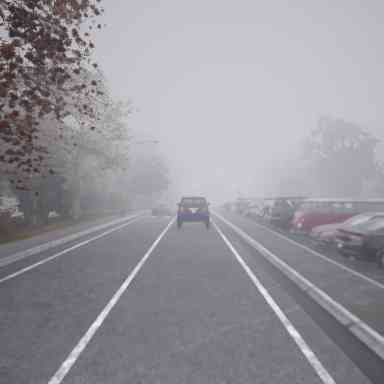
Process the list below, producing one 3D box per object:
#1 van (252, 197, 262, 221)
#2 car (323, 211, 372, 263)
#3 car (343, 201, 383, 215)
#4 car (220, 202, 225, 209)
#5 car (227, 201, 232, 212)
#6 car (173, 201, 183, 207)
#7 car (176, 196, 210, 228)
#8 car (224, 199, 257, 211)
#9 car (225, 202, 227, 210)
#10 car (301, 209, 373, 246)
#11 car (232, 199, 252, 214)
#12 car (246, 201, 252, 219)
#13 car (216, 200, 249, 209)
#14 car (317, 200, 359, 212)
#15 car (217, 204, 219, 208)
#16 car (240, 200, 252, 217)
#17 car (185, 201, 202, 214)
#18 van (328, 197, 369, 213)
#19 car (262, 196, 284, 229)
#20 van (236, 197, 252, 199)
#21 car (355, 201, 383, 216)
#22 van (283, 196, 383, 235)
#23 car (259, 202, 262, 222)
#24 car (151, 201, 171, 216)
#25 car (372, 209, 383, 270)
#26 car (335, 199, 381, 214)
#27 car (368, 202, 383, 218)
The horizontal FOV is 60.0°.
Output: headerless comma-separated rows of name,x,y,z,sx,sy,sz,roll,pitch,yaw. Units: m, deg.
van,6.958,1.352,24.160,4.442,1.987,1.878,0,-1,0
car,7.044,1.503,10.296,5.008,1.535,2.097,0,0,0
car,20.173,1.799,37.945,5.008,1.535,2.097,0,-1,0
car,7.085,1.684,46.367,5.566,2.045,2.435,0,-1,0
car,7.106,1.886,40.811,4.674,1.452,2.002,0,-1,0
car,-3.177,2.773,78.093,2.033,1.411,5.357,0,-2,0
car,0.105,1.339,23.391,2.150,2.045,5.566,0,-1,0
car,7.150,1.857,49.136,4.553,1.767,2.185,0,-1,0
car,7.138,1.920,43.586,4.792,1.488,2.163,0,-1,0
car,7.057,1.543,13.072,4.674,1.452,2.002,0,0,0
car,7.099,1.756,35.259,5.008,1.535,2.097,0,-1,0
car,7.082,1.662,26.931,4.674,1.452,2.002,0,-1,0
car,6.947,2.161,57.450,5.366,1.575,1.946,0,-1,0
car,20.186,1.932,46.130,4.892,1.521,2.231,0,-1,0
car,7.134,2.096,54.682,4.892,1.521,2.231,0,-1,0
car,7.054,1.696,29.709,4.792,1.488,2.163,0,-1,0
car,0.130,1.936,42.591,2.033,1.411,5.357,0,-1,0
van,20.305,1.661,43.363,4.442,1.987,1.878,0,-1,0
car,7.093,1.252,18.624,5.566,2.045,2.435,0,0,0
van,7.215,1.575,38.039,4.442,1.987,1.878,0,-1,0
car,20.168,1.752,35.050,5.008,1.535,2.097,0,-1,0
van,6.943,1.277,15.848,4.442,1.987,1.878,0,0,0
car,7.099,1.562,21.374,4.792,1.488,2.163,0,0,0
car,-3.322,1.795,36.469,1.837,1.490,4.892,0,-1,0
car,7.013,1.377,7.519,4.553,1.767,2.185,0,0,0
car,20.152,1.716,40.592,4.553,1.767,2.185,0,-1,0
car,20.162,1.709,32.280,4.892,1.521,2.231,0,-1,0
